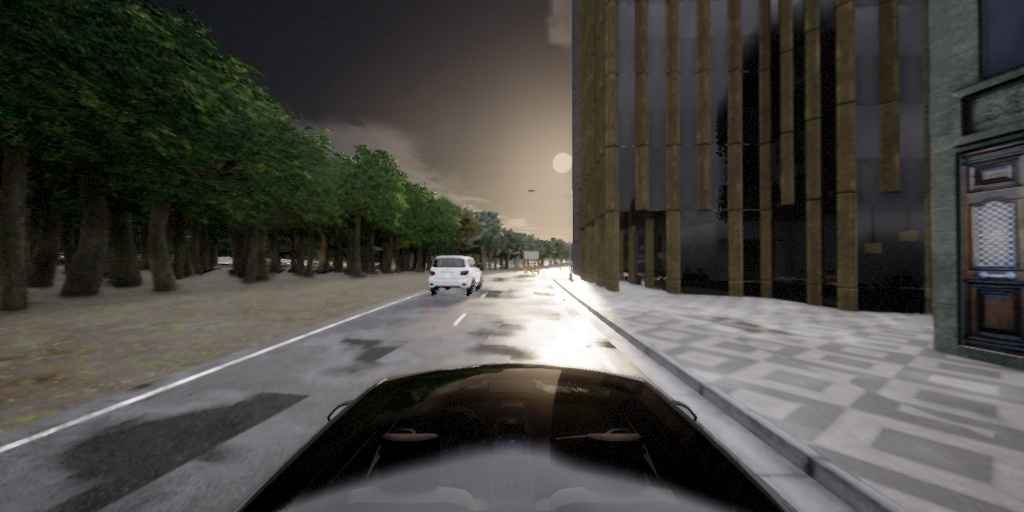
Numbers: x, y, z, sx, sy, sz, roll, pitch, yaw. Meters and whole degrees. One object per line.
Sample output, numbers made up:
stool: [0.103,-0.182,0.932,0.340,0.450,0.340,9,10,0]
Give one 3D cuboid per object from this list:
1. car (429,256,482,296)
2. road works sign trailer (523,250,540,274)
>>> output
car: [-3.019,1.018,20.025,2.150,2.045,5.566,0,0,2]
road works sign trailer: [2.860,0.917,53.204,2.380,3.560,2.880,0,0,1]
